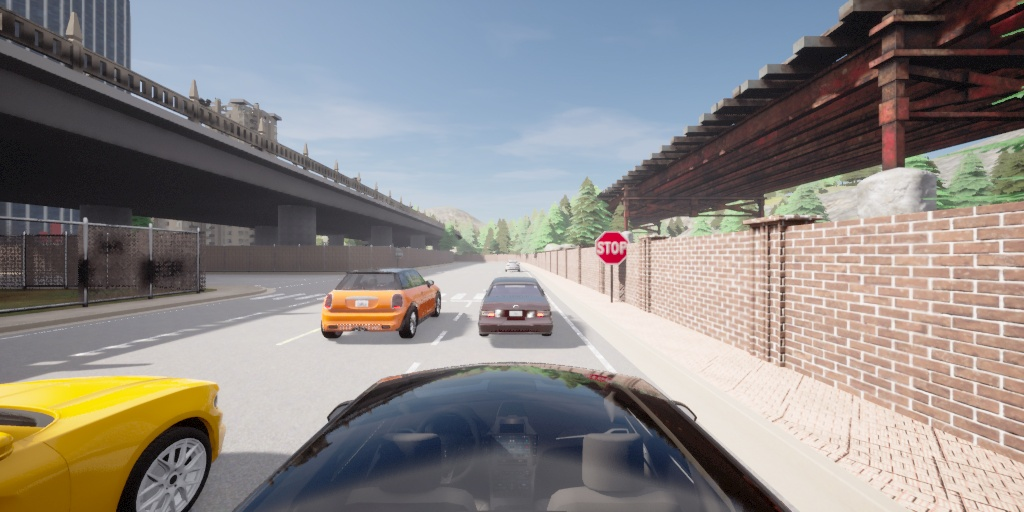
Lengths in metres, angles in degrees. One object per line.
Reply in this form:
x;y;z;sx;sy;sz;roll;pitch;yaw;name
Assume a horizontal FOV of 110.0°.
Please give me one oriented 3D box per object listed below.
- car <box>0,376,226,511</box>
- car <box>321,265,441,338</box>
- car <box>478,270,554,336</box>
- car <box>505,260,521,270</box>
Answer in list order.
-3.396;1.228;1.025;1.882;1.535;5.008;0;0;0;car
-3.419;1.102;10.283;2.097;1.767;4.553;0;0;0;car
0.082;1.297;10.304;2.033;1.411;5.357;0;0;0;car
0.083;1.276;46.187;1.812;1.442;4.674;0;0;-1;car
